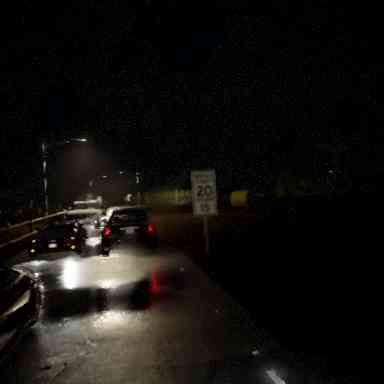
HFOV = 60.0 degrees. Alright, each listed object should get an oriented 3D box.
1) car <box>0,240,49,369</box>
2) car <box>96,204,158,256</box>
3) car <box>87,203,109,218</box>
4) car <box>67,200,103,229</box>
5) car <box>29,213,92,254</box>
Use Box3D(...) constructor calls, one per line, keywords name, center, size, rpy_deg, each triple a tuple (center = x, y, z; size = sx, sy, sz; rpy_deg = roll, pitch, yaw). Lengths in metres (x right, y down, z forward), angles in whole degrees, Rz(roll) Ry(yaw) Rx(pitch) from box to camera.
Box3D(name="car", center=(-3.483, 1.751, 4.477), size=(1.994, 1.385, 4.181), rpy_deg=(-3, 0, -12))
Box3D(name="car", center=(-2.740, 1.496, 14.281), size=(2.097, 1.767, 4.553), rpy_deg=(-3, 0, -12))
Box3D(name="car", center=(-11.303, 2.145, 40.318), size=(2.128, 1.511, 4.902), rpy_deg=(-3, 0, -12))
Box3D(name="car", center=(-8.090, 1.686, 25.311), size=(2.150, 2.045, 5.566), rpy_deg=(-3, 0, -12))
Box3D(name="car", center=(-5.712, 1.877, 14.551), size=(1.994, 1.385, 4.181), rpy_deg=(-3, 0, -13))
